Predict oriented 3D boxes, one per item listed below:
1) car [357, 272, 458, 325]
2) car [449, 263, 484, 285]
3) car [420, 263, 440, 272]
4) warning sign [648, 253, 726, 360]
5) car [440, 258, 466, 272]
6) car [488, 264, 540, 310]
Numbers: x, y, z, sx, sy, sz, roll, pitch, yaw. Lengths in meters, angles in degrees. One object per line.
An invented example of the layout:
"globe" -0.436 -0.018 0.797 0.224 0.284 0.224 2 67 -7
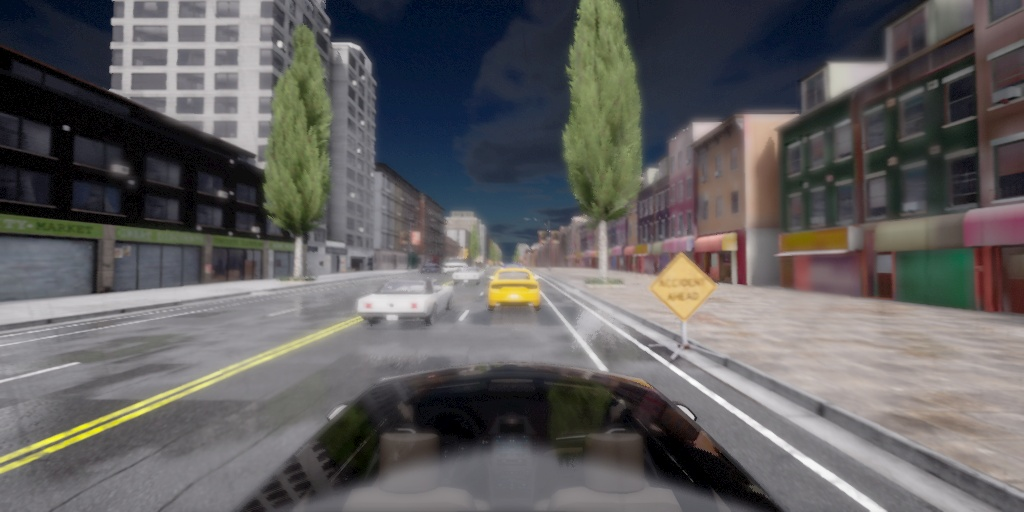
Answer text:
"car" -3.167 1.361 11.754 1.895 1.301 4.718 0 0 0
"car" -3.163 1.444 26.881 1.895 1.301 4.718 0 0 0
"car" -9.827 1.558 43.859 1.994 1.385 4.181 0 -1 0
"warning sign" 3.226 0.864 6.709 1.300 1.860 1.060 0 0 0
"car" -6.585 1.197 42.213 2.150 2.045 5.566 0 -1 0
"car" 0.090 1.249 14.800 1.882 1.535 5.008 0 0 0
